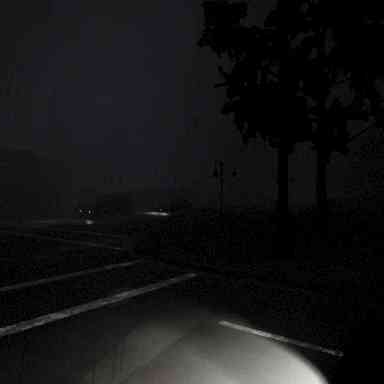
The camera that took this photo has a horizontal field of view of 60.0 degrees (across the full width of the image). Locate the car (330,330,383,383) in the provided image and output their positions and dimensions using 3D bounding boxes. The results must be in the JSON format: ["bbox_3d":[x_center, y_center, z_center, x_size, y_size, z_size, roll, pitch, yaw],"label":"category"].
[{"bbox_3d":[2.951,1.564,1.868,4.181,1.385,1.994,0,0,36],"label":"car"}]

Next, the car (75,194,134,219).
[{"bbox_3d":[-7.729,1.222,30.005,2.150,2.045,5.566,0,0,35],"label":"car"}]

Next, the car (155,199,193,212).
[{"bbox_3d":[-1.928,1.547,38.569,2.033,1.411,5.357,0,0,34],"label":"car"}]

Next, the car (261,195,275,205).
[{"bbox_3d":[13.891,1.347,60.734,2.097,1.767,4.553,0,0,7],"label":"car"}]
